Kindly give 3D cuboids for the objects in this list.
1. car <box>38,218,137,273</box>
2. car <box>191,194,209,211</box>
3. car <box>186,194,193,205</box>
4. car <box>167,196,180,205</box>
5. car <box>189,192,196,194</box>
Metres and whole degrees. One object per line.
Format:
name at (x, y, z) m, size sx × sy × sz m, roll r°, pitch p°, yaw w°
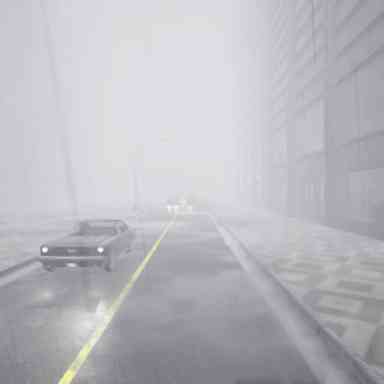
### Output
car at (-3.093, 1.575, 10.773) m, size 1.895 × 1.301 × 4.718 m, roll 0°, pitch 0°, yaw 0°
car at (1.073, 1.376, 40.137) m, size 1.801 × 1.575 × 5.366 m, roll 0°, pitch 0°, yaw 0°
car at (0.033, 1.457, 56.983) m, size 1.994 × 1.385 × 4.181 m, roll 0°, pitch 0°, yaw 0°
car at (-3.017, 1.388, 54.419) m, size 2.128 × 1.511 × 4.902 m, roll 0°, pitch 0°, yaw 1°
car at (0.049, 1.003, 84.834) m, size 2.150 × 2.045 × 5.566 m, roll 0°, pitch 0°, yaw 0°
